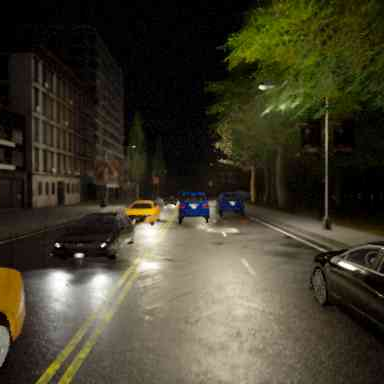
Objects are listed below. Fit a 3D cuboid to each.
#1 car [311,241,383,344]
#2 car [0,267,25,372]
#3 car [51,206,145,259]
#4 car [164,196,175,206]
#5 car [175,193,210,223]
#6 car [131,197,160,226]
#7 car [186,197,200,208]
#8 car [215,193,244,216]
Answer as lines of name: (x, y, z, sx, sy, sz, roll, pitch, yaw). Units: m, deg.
car: (3.357, 1.460, 4.944, 2.128, 1.511, 4.902, 0, 0, 0)
car: (-3.323, 1.461, 2.560, 1.882, 1.535, 5.008, 0, 0, 3)
car: (-3.306, 1.474, 12.464, 2.033, 1.411, 5.357, 0, 0, 1)
car: (-3.186, 1.379, 49.955, 2.033, 1.411, 5.357, 0, 0, 0)
car: (0.131, 1.088, 24.612, 2.150, 2.045, 5.566, 0, 0, 0)
car: (-3.282, 1.353, 22.568, 1.882, 1.535, 5.008, 0, 0, 0)
car: (0.160, 1.390, 46.051, 1.895, 1.301, 4.718, 0, 0, 0)
car: (3.388, 1.064, 30.272, 2.150, 2.045, 5.566, 0, 0, 0)
